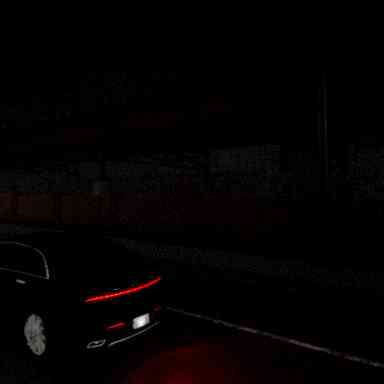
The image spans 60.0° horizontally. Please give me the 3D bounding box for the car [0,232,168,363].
[{"bbox_3d":[-2.648,1.472,5.882,4.892,1.490,1.837,0,0,36],"label":"car"}]
